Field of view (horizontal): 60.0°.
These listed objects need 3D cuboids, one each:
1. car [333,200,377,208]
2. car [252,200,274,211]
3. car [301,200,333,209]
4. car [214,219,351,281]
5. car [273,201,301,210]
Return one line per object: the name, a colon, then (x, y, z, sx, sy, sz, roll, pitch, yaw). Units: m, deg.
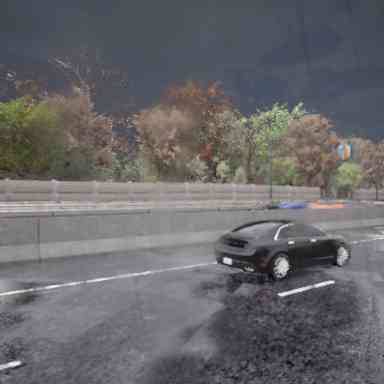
car: (16.514, 1.660, 32.946, 4.553, 1.767, 2.097, 1, 0, -35)
car: (9.474, 1.802, 40.822, 4.892, 1.490, 1.837, 1, 0, -35)
car: (14.212, 1.657, 35.604, 4.553, 1.767, 2.097, 1, 0, -35)
car: (2.908, 1.581, 10.116, 4.892, 1.490, 1.837, 1, 0, -35)
car: (12.066, 1.781, 38.372, 5.008, 1.535, 1.882, 1, 0, -35)
